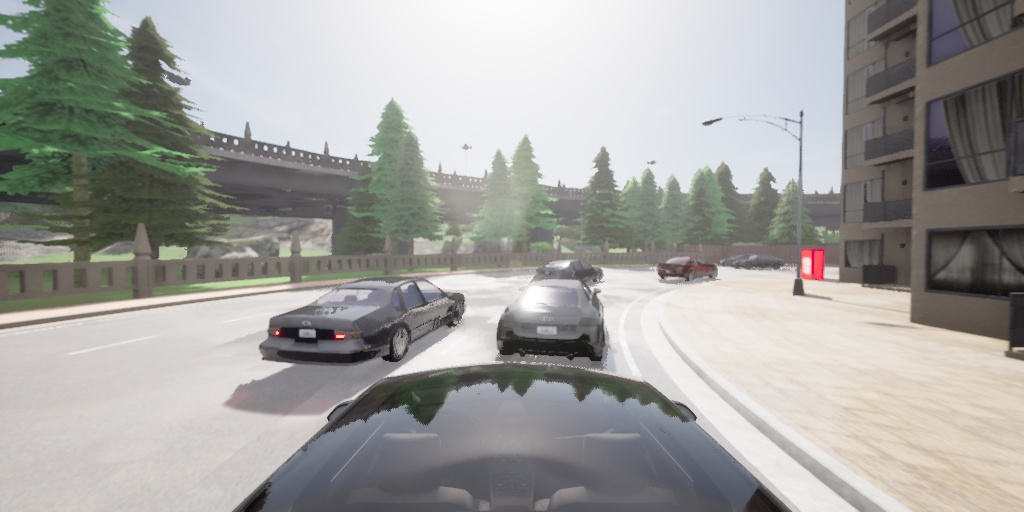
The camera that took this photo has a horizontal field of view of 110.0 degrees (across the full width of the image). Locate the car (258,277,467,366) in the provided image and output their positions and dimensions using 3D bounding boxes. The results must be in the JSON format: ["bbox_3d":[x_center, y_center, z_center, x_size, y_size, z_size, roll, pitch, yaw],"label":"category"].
[{"bbox_3d":[-2.616,1.160,7.870,2.033,1.411,5.357,0,1,11],"label":"car"}]

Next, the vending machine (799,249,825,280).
[{"bbox_3d":[18.281,0.531,21.905,0.880,2.100,1.100,0,0,-22],"label":"vending machine"}]

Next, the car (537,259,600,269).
[{"bbox_3d":[3.402,0.891,20.632,2.033,1.411,5.357,1,2,39],"label":"car"}]

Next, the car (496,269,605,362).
[{"bbox_3d":[1.023,1.179,8.012,1.994,1.385,4.181,0,1,13],"label":"car"}]

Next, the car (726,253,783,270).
[{"bbox_3d":[23.988,0.582,35.079,4.674,1.442,1.812,0,1,-5],"label":"car"}]

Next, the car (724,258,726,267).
[{"bbox_3d":[24.930,0.472,38.663,4.902,1.511,2.128,0,1,-4],"label":"car"}]

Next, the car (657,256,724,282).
[{"bbox_3d":[11.524,0.771,23.436,5.008,1.535,1.882,-1,1,-37],"label":"car"}]
